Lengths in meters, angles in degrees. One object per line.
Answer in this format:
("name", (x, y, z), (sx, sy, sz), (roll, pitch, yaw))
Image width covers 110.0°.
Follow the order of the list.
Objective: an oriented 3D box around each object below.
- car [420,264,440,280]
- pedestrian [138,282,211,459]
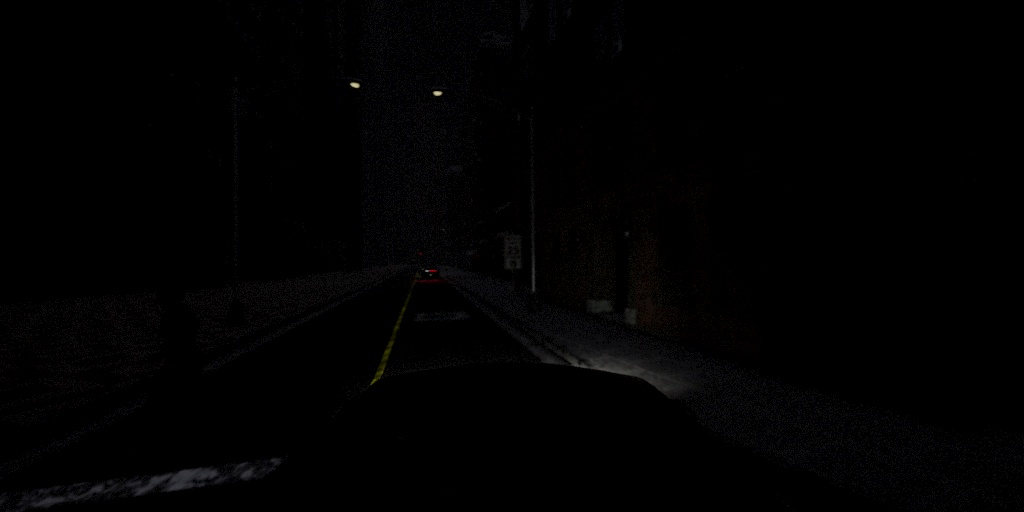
("car", (-8.860, 1.743, 38.979), (2.128, 1.511, 4.902), (0, -1, -14))
("pedestrian", (-3.478, 1.103, 3.718), (0.375, 1.860, 0.375), (0, -1, -14))
